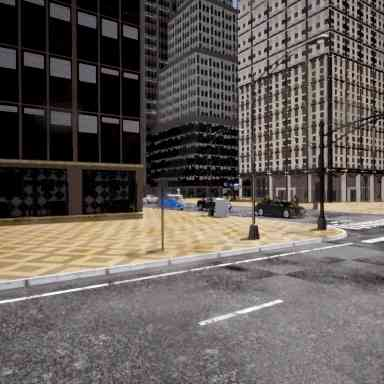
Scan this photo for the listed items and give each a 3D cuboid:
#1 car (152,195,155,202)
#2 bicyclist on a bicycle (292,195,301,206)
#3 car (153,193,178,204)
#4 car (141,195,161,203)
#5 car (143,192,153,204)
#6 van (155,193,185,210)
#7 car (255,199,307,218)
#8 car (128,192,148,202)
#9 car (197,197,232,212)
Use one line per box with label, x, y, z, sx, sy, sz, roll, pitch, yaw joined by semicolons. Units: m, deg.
car;-3.219;1.349;45.420;1.812;1.442;4.674;-1;1;-34
bicyclist on a bicycle;12.012;1.119;38.461;1.656;1.620;0.582;-1;1;-34
car;-4.736;1.036;57.999;2.192;1.841;5.009;0;0;-34
car;-7.837;1.239;62.590;1.887;1.381;4.507;0;0;-34
car;-7.455;1.263;57.394;1.812;1.442;4.674;-1;0;-34
van;-2.376;1.211;39.539;1.690;1.788;3.998;0;0;-34
car;7.707;1.420;29.234;1.837;1.490;4.892;-1;1;-34
car;-10.939;0.982;67.179;2.192;1.841;5.009;0;0;-34
car;2.432;1.362;37.042;2.128;1.511;4.902;-1;1;-34
